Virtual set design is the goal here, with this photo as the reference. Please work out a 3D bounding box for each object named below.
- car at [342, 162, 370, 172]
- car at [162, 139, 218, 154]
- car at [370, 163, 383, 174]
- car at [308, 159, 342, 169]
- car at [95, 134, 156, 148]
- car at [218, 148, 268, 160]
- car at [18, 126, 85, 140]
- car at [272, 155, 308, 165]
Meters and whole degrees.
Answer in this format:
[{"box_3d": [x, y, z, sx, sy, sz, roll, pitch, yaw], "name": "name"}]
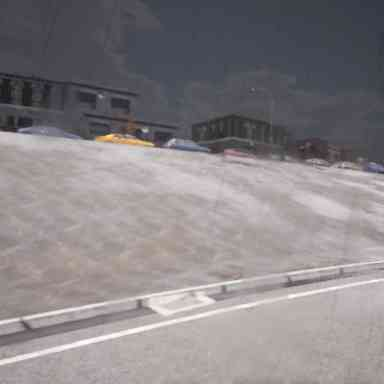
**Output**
[{"box_3d": [18.962, -2.794, 40.526, 4.553, 1.767, 2.185, 3, -1, -31], "name": "car"}, {"box_3d": [-0.433, -3.765, 29.565, 4.553, 1.767, 2.185, 3, -1, -26], "name": "car"}, {"box_3d": [23.699, -2.640, 43.530, 5.566, 2.045, 2.435, 3, -2, -32], "name": "car"}, {"box_3d": [14.148, -2.928, 37.595, 4.892, 1.521, 2.231, 3, -1, -30], "name": "car"}, {"box_3d": [-5.383, -3.875, 27.111, 5.008, 1.535, 2.097, 3, -1, -25], "name": "car"}, {"box_3d": [4.627, -3.366, 32.224, 4.792, 1.488, 2.163, 3, -1, -28], "name": "car"}, {"box_3d": [-10.403, -4.071, 24.755, 4.674, 1.452, 2.002, 3, -1, -24], "name": "car"}, {"box_3d": [9.458, -3.121, 34.882, 4.674, 1.452, 2.002, 3, -1, -29], "name": "car"}]
